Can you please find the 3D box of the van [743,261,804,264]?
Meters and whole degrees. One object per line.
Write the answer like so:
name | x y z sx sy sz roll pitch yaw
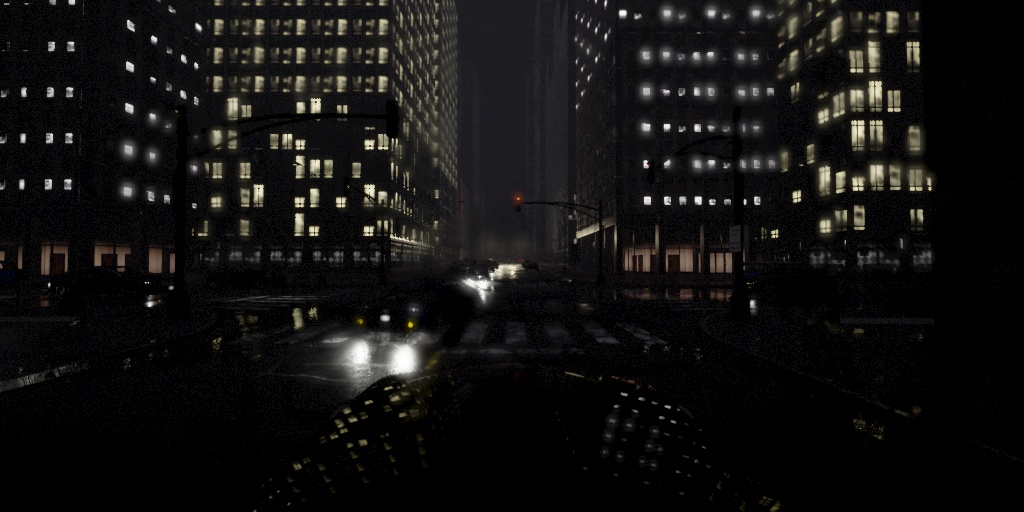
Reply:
van | 15.982 1.211 22.155 3.998 1.789 1.690 0 0 0

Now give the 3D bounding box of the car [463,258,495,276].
car | -3.096 1.254 34.366 2.128 1.511 4.902 0 0 0

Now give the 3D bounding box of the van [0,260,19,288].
van | -33.437 1.131 22.269 3.998 1.789 1.690 0 0 0

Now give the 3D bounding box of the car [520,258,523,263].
car | 2.694 1.298 60.204 1.751 1.417 4.829 0 0 0

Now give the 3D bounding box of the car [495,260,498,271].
car | -3.093 1.292 44.571 1.812 1.442 4.674 0 0 0

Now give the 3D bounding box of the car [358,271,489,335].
car | -2.461 1.317 10.558 1.994 1.385 4.181 0 0 18

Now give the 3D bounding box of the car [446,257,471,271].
car | -5.688 1.203 37.667 1.967 1.591 4.097 0 0 0

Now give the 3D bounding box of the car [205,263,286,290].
car | -16.492 1.255 22.231 4.097 1.591 1.967 0 0 0

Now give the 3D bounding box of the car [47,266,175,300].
car | -18.086 1.191 16.459 4.902 1.511 2.128 0 -1 0

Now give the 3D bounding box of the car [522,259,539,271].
car | 2.693 1.350 48.878 1.802 1.307 4.207 0 0 0

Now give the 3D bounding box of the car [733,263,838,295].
car | 14.866 1.317 19.584 4.892 1.490 1.837 -1 -1 0
